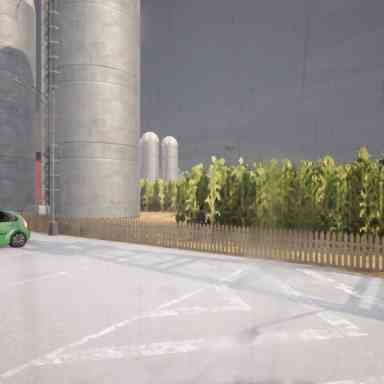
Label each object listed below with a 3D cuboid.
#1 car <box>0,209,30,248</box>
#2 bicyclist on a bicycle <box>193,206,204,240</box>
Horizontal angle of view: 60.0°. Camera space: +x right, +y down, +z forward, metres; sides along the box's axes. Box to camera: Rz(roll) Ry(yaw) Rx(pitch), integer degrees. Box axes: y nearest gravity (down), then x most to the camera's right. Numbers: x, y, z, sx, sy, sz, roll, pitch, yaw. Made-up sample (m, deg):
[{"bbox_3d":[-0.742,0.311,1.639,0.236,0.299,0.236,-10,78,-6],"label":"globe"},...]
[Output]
[{"bbox_3d":[-8.503,1.483,12.789,1.851,1.617,3.988,0,0,34],"label":"car"},{"bbox_3d":[0.539,1.515,15.943,0.582,1.620,1.656,-2,5,-45],"label":"bicyclist on a bicycle"}]
